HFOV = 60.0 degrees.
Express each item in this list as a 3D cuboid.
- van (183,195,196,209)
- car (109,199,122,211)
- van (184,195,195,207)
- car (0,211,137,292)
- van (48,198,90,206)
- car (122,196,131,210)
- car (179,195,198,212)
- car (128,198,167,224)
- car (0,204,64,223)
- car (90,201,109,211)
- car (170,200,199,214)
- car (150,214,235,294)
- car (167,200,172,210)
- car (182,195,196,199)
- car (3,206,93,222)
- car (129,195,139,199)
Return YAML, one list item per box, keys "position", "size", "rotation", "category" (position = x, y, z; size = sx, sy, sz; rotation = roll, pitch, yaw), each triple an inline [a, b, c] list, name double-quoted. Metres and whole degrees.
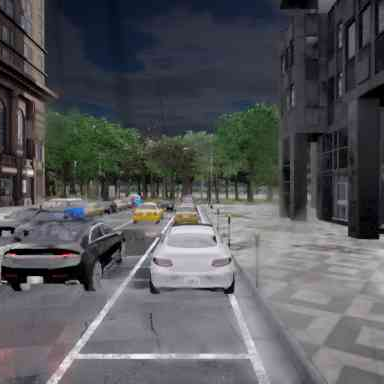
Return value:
- position: [-0.384, 1.353, 45.324]
  size: [1.690, 1.788, 3.998]
  rotation: [0, 0, 0]
  category: "van"
- position: [-8.909, 1.572, 34.448]
  size: [1.947, 1.339, 4.313]
  rotation: [0, 0, 0]
  category: "car"
- position: [-0.384, 1.356, 50.761]
  size: [1.690, 1.788, 3.998]
  rotation: [0, 0, 0]
  category: "van"
- position: [-3.047, 1.492, 8.903]
  size: [2.128, 1.511, 4.902]
  rotation: [0, 0, 0]
  category: "car"
- position: [-8.909, 1.344, 23.573]
  size: [1.690, 1.788, 3.998]
  rotation: [0, 0, 0]
  category: "van"
- position: [-8.909, 1.534, 39.716]
  size: [1.752, 1.417, 4.829]
  rotation: [0, 0, 0]
  category: "car"
- position: [-0.384, 1.324, 39.886]
  size: [2.192, 1.841, 5.009]
  rotation: [0, 0, 0]
  category: "car"
- position: [-3.148, 1.458, 24.750]
  size: [1.801, 1.575, 5.366]
  rotation: [0, 0, 0]
  category: "car"
- position: [-8.909, 1.567, 18.136]
  size: [1.947, 1.339, 4.313]
  rotation: [0, 0, 0]
  category: "car"
- position: [-8.909, 1.530, 28.841]
  size: [1.752, 1.417, 4.829]
  rotation: [0, 0, 0]
  category: "car"
- position: [-0.384, 1.528, 23.743]
  size: [1.752, 1.417, 4.829]
  rotation: [0, 0, 0]
  category: "car"
- position: [0.003, 1.526, 8.650]
  size: [1.812, 1.442, 4.674]
  rotation: [0, 0, 0]
  category: "car"
- position: [-3.046, 1.609, 39.559]
  size: [1.895, 1.301, 4.718]
  rotation: [0, 0, 0]
  category: "car"
- position: [-0.384, 1.446, 34.448]
  size: [1.967, 1.590, 4.097]
  rotation: [0, 0, 0]
  category: "car"
- position: [-6.246, 1.565, 15.035]
  size: [1.994, 1.385, 4.181]
  rotation: [0, 0, 0]
  category: "car"
- position: [-8.910, 1.452, 45.324]
  size: [1.967, 1.590, 4.097]
  rotation: [0, 0, 0]
  category: "car"
